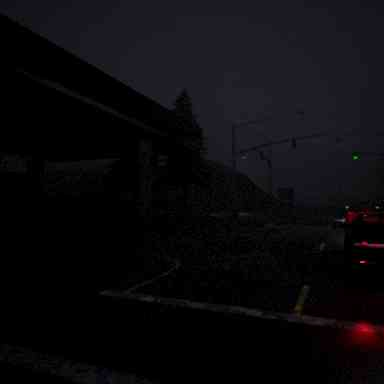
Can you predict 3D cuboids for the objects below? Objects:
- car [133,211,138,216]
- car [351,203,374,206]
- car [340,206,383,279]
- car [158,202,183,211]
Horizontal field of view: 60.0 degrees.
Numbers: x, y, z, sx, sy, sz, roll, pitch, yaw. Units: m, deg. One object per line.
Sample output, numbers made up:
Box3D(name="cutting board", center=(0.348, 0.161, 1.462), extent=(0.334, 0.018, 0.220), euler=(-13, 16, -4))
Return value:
Box3D(name="car", center=(-6.427, 1.554, 26.573), extent=(3.866, 1.878, 1.905), euler=(-1, 0, 24))
Box3D(name="car", center=(10.672, 1.361, 20.806), extent=(1.994, 1.385, 4.181), euler=(-1, 0, 25))
Box3D(name="car", center=(5.108, 1.317, 8.891), extent=(2.128, 1.511, 4.902), euler=(-1, 0, 25))
Box3D(name="car", center=(-2.277, 1.791, 36.694), extent=(4.181, 1.385, 1.994), euler=(-1, 0, 25))
